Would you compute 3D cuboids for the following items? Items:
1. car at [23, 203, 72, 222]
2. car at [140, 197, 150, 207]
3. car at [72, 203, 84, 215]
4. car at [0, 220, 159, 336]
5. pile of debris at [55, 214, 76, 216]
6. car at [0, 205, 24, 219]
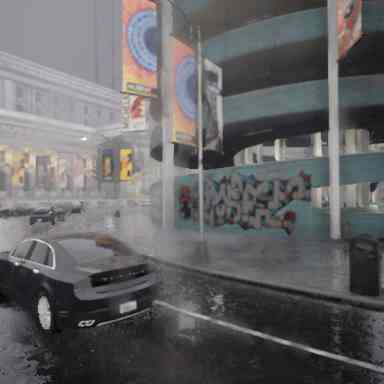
[{"bbox_3d":[-11.580,1.854,27.039,1.837,1.490,4.892,-1,0,-6],"label":"car"},{"bbox_3d":[-7.761,1.884,65.795,2.150,2.045,5.566,-1,-1,33],"label":"car"},{"bbox_3d":[-14.191,1.966,38.109,2.128,1.511,4.902,-1,0,11],"label":"car"},{"bbox_3d":[-2.692,1.592,6.969,1.837,1.490,4.892,-1,0,-44],"label":"car"},{"bbox_3d":[-14.544,2.653,38.279,1.500,0.140,1.860,-1,-1,13],"label":"pile of debris"},{"bbox_3d":[-18.528,2.087,35.373,1.895,1.301,4.718,-1,-1,8],"label":"car"}]
